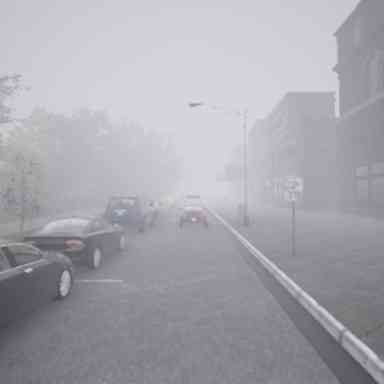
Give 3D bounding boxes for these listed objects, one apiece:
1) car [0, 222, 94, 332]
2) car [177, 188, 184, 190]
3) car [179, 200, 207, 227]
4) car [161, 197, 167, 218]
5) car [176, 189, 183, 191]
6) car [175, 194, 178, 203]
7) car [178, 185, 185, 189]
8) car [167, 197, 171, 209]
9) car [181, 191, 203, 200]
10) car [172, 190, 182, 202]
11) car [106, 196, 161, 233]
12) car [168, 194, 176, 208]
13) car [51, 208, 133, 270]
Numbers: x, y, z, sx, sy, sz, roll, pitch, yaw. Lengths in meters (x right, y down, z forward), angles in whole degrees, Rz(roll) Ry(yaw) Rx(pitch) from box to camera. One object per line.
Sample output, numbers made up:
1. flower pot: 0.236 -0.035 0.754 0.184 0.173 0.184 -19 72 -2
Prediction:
1. car: -3.652 1.524 5.648 2.231 1.521 4.892 0 -1 2
2. car: -3.641 0.578 80.794 2.231 1.521 4.892 1 3 2
3. car: 0.090 1.541 23.079 1.812 1.442 4.674 0 0 0
4. car: -3.655 1.376 27.797 2.185 1.767 4.553 0 0 2
5. car: -3.637 0.830 75.060 1.946 1.575 5.366 1 2 2
6. car: -3.656 1.497 50.785 2.002 1.452 4.674 0 0 2
7. car: -3.662 -0.192 91.906 2.185 1.767 4.553 0 4 2
8. car: -3.665 1.553 33.401 2.163 1.488 4.792 -1 0 2
9. car: 0.095 1.228 40.397 2.150 2.045 5.566 0 0 0
10. car: -3.634 1.102 64.042 2.185 1.767 4.553 2 2 2
11. car: -3.652 1.244 20.143 2.435 2.045 5.566 0 0 2
12. car: -3.648 1.475 44.648 1.946 1.575 5.366 0 1 2
13. car: -3.652 1.511 11.190 2.097 1.535 5.008 0 0 2
